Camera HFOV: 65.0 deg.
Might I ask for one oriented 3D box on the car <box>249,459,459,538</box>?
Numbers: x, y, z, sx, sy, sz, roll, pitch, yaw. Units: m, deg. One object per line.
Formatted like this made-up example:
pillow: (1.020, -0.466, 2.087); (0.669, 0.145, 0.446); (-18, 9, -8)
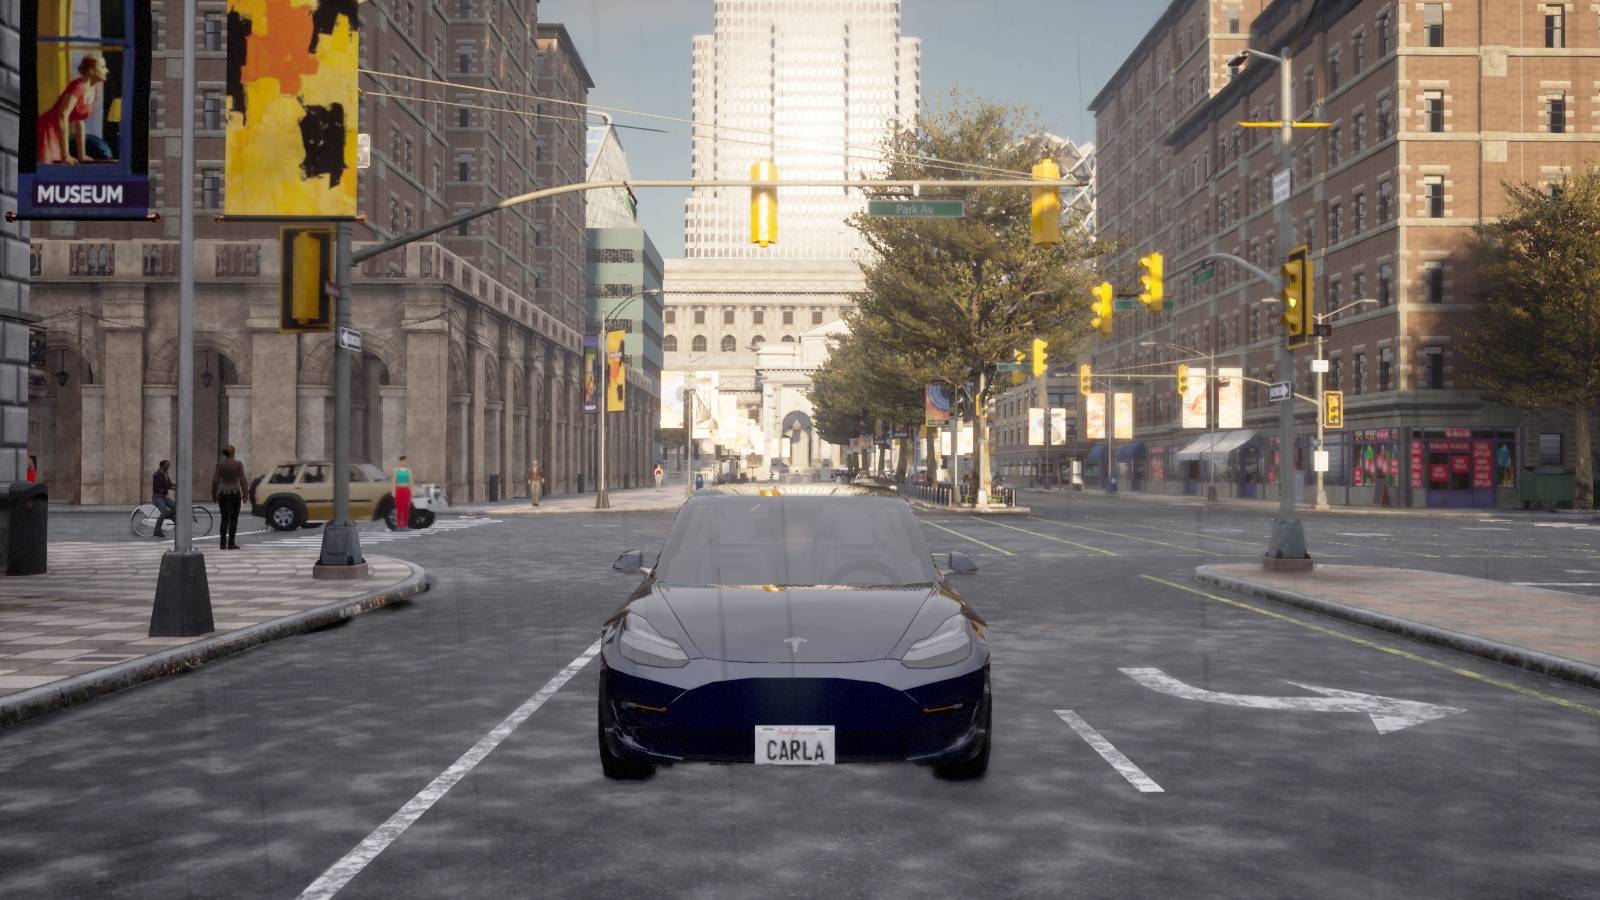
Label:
car: (-11.221, 1.213, 31.830); (4.605, 1.855, 1.932); (-1, -1, 0)

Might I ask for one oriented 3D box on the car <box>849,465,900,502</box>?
car: (3.435, 1.566, 58.898); (2.152, 1.651, 5.027); (0, -1, 1)

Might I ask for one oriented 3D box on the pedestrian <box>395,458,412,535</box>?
pedestrian: (-9.557, 1.116, 30.254); (0.345, 1.836, 0.594); (0, -1, -23)

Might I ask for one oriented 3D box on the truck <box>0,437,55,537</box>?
truck: (-22.225, 0.955, 31.740); (5.204, 2.467, 2.627); (-1, -1, -1)

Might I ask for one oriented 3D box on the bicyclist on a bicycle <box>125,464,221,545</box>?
bicyclist on a bicycle: (-14.120, 1.216, 28.301); (1.843, 1.776, 0.659); (0, -1, 0)

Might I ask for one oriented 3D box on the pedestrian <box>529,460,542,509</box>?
pedestrian: (-10.091, 1.314, 47.897); (0.376, 1.854, 0.720); (0, -1, 0)

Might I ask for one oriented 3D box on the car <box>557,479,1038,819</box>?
car: (-0.020, 0.950, 8.059); (2.163, 1.488, 4.792); (0, -1, 0)

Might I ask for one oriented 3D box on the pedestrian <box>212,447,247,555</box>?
pedestrian: (-9.950, 0.878, 21.896); (0.331, 1.846, 0.634); (0, -1, -2)

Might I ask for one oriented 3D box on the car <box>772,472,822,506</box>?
car: (-0.140, 1.785, 57.926); (2.163, 1.488, 4.792); (0, -1, 0)
